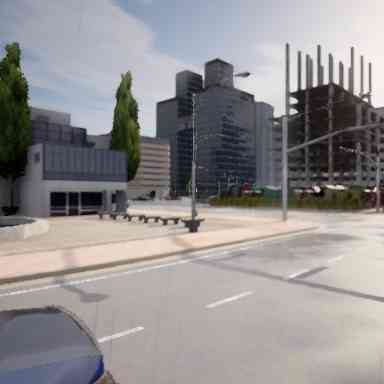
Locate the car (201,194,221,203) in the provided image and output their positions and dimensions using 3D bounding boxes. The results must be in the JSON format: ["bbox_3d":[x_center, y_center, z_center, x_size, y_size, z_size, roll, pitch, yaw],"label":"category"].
[{"bbox_3d":[4.453,1.677,70.956,1.970,1.475,3.806,0,0,45],"label":"car"}]

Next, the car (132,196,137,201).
[{"bbox_3d":[-13.617,1.475,88.826,1.932,1.855,4.605,0,0,45],"label":"car"}]

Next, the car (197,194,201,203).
[{"bbox_3d":[2.400,1.442,72.998,1.905,1.878,3.866,0,0,45],"label":"car"}]

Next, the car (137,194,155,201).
[{"bbox_3d":[-11.595,1.473,86.754,1.905,1.878,3.866,0,0,45],"label":"car"}]

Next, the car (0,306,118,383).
[{"bbox_3d":[-3.124,1.550,1.817,5.357,1.411,2.033,0,0,-36],"label":"car"}]
